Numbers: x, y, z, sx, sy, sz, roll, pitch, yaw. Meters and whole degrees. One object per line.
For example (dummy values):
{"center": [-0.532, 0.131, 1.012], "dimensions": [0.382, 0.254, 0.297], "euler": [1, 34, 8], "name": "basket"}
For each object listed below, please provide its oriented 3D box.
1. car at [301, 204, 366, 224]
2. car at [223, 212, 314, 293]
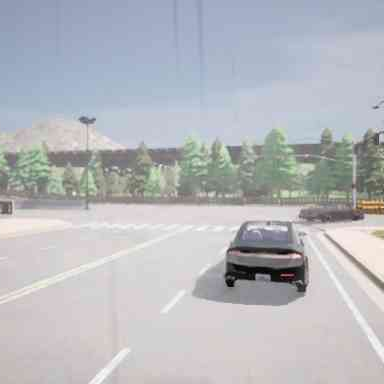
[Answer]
{"center": [10.801, 1.609, 25.615], "dimensions": [5.357, 1.411, 2.033], "euler": [0, 0, -24], "name": "car"}
{"center": [2.059, 1.512, 9.035], "dimensions": [2.128, 1.511, 4.902], "euler": [0, 0, 15], "name": "car"}
